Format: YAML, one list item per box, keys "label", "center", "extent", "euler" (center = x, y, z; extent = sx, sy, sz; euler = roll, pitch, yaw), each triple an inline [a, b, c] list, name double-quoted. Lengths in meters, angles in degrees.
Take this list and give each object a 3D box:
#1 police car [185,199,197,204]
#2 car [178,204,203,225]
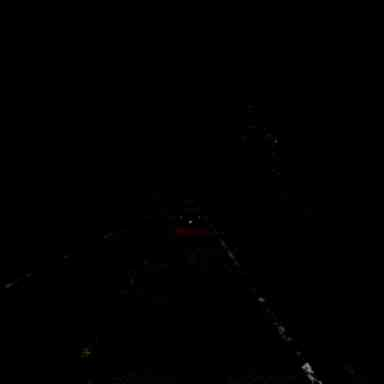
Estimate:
- label: "police car"
  center: [-0.229, 1.883, 52.898]
  extent: [1.930, 1.638, 5.238]
  euler: [0, -1, 0]
- label: "car"
  center: [-0.105, 1.874, 26.119]
  extent: [1.895, 1.301, 4.718]
  euler: [0, 0, 0]
